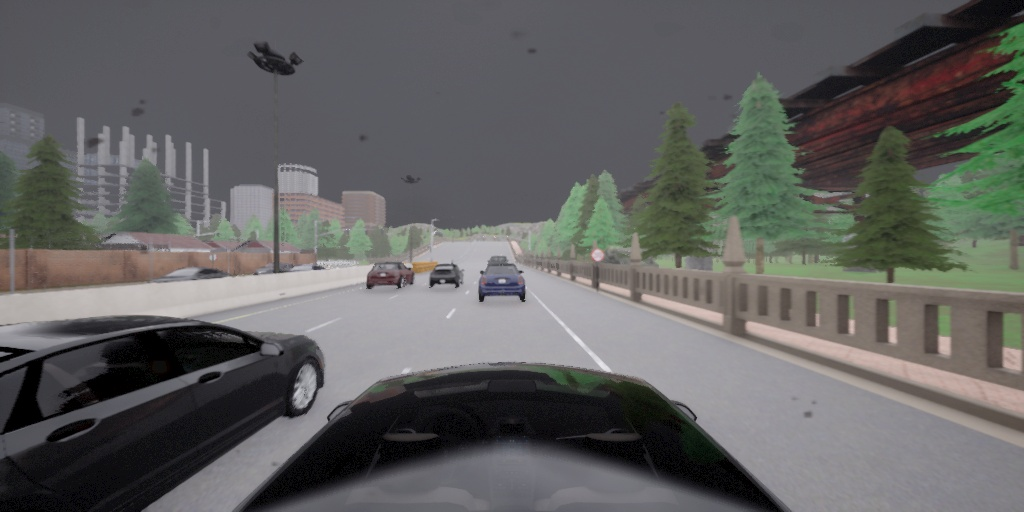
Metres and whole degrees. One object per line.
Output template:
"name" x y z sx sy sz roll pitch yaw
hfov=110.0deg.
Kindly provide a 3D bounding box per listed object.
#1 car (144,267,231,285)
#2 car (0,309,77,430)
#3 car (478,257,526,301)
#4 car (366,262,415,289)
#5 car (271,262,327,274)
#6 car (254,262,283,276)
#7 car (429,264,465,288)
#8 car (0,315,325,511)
"car" -18.356 1.370 20.620 1.812 1.442 4.674 0 0 -3
"car" -6.920 1.387 2.579 1.895 1.301 4.718 0 0 -1
"car" -0.515 1.105 17.550 2.097 1.767 4.553 0 0 -2
"car" -7.773 1.142 23.424 2.097 1.767 4.553 0 0 -3
"car" -15.105 1.353 26.256 1.812 1.442 4.674 0 0 -3
"car" -22.469 1.357 34.413 2.128 1.511 4.902 0 0 -2
"car" -4.294 1.275 24.020 1.837 1.490 4.892 0 0 -3
"car" -3.495 1.272 3.055 1.837 1.490 4.892 0 0 -1
